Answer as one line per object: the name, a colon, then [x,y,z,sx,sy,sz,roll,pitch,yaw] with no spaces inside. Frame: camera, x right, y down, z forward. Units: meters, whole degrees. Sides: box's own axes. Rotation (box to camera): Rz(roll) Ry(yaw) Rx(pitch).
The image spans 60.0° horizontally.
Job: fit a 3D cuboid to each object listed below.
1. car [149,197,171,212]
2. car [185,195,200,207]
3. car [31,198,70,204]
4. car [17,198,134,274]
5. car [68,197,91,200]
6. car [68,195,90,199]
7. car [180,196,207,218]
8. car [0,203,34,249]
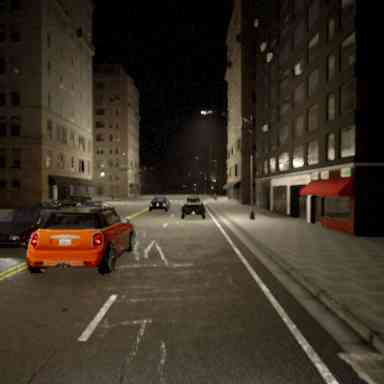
car: [-3.156,1.204,33.045,2.033,1.411,5.357,0,1,0]
car: [0.084,1.150,43.508,1.895,1.301,4.718,0,1,0]
car: [-9.760,1.338,21.580,1.994,1.385,4.181,0,1,0]
car: [-3.151,1.242,10.384,2.097,1.767,4.553,0,1,0]
car: [-6.503,1.317,22.079,2.033,1.411,5.357,0,1,0]
car: [-9.754,1.057,28.306,2.097,1.767,4.553,0,1,0]
car: [0.097,1.230,26.606,1.837,1.490,4.892,0,1,0]
car: [-6.586,1.405,13.616,2.033,1.411,5.357,0,1,0]
